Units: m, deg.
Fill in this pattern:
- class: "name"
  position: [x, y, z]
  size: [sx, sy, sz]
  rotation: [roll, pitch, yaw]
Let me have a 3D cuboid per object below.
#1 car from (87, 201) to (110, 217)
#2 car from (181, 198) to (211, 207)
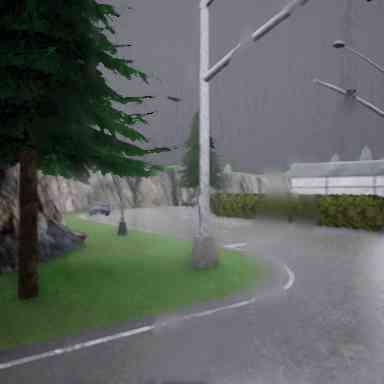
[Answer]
- class: "car"
  position: [-9.059, 1.549, 32.269]
  size: [2.033, 1.411, 5.357]
  rotation: [0, 0, -16]
- class: "car"
  position: [0.928, 1.553, 50.153]
  size: [5.357, 1.411, 2.033]
  rotation: [0, 0, -39]
